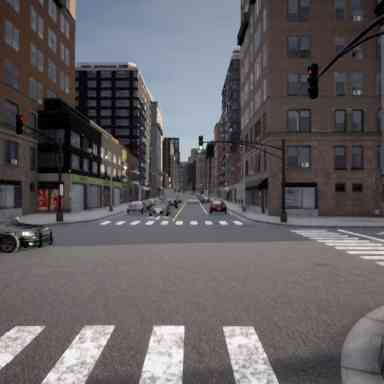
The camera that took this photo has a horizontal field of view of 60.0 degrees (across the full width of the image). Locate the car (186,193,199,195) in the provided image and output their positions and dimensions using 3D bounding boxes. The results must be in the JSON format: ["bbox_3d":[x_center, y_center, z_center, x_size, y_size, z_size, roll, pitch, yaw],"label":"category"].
[{"bbox_3d":[0.141,1.425,72.362,1.994,1.385,4.181,0,0,0],"label":"car"}]

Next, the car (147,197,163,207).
[{"bbox_3d":[-5.772,1.582,52.367,2.008,1.369,4.403,1,0,0],"label":"car"}]

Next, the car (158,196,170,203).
[{"bbox_3d":[-5.728,1.590,69.125,2.008,1.369,4.403,1,0,0],"label":"car"}]

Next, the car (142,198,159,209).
[{"bbox_3d":[-5.786,1.553,46.612,1.752,1.417,4.829,1,0,0],"label":"car"}]

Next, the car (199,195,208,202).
[{"bbox_3d":[2.837,1.481,80.276,1.967,1.590,4.097,1,0,0],"label":"car"}]

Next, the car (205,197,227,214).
[{"bbox_3d":[2.730,1.563,35.591,1.887,1.381,4.507,1,0,0],"label":"car"}]

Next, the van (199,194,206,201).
[{"bbox_3d":[2.865,1.384,91.448,1.690,1.788,3.998,1,0,0],"label":"van"}]

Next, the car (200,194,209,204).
[{"bbox_3d":[2.796,1.619,63.519,1.802,1.307,4.206,1,0,0],"label":"car"}]

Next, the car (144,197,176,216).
[{"bbox_3d":[-3.043,1.507,32.395,2.128,1.511,4.902,0,0,0],"label":"car"}]

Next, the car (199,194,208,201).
[{"bbox_3d":[2.852,1.357,85.862,2.192,1.841,5.009,1,0,0],"label":"car"}]

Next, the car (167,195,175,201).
[{"bbox_3d":[-5.670,1.624,91.468,1.802,1.307,4.206,1,0,0],"label":"car"}]

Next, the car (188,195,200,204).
[{"bbox_3d":[0.118,1.638,62.386,1.895,1.301,4.718,0,0,0],"label":"car"}]

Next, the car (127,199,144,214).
[{"bbox_3d":[-5.815,1.600,35.610,1.802,1.307,4.206,1,0,0],"label":"car"}]

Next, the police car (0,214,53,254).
[{"bbox_3d":[-7.974,1.456,12.629,4.974,1.542,2.038,0,-1,0],"label":"police car"}]

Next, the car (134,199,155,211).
[{"bbox_3d":[-5.801,1.589,41.195,1.947,1.339,4.313,1,0,0],"label":"car"}]

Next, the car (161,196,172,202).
[{"bbox_3d":[-5.713,1.606,74.711,1.947,1.339,4.313,1,0,0],"label":"car"}]

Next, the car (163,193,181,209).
[{"bbox_3d":[-3.005,1.249,46.048,2.150,2.045,5.566,0,0,0],"label":"car"}]

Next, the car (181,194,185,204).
[{"bbox_3d":[-2.884,1.586,65.527,2.033,1.411,5.357,0,0,0],"label":"car"}]
